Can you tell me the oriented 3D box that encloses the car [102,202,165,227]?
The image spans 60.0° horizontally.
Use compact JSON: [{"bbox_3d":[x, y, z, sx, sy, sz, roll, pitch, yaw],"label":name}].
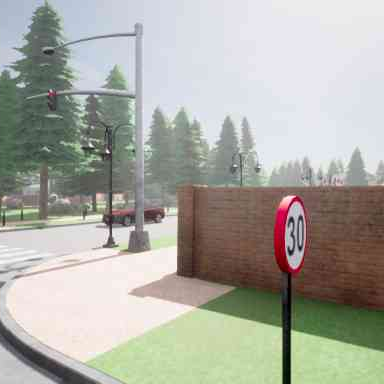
[{"bbox_3d":[-3.956,1.464,23.097,1.882,1.535,5.008,0,0,34],"label":"car"}]
